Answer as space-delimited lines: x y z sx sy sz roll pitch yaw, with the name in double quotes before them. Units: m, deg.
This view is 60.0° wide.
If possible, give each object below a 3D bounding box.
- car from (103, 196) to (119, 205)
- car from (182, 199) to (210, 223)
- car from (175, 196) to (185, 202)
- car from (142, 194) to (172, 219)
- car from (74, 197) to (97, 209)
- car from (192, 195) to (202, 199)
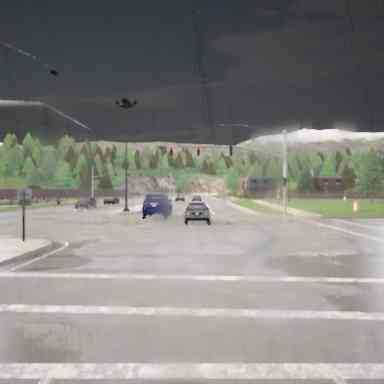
"car" -14.215 1.461 58.643 1.882 1.535 5.008 0 0 1
"car" 0.402 1.540 25.094 2.033 1.411 5.357 0 0 1
"car" -2.490 1.408 70.152 1.895 1.301 4.718 0 0 1
"car" -3.027 1.213 29.607 2.150 2.045 5.566 0 0 1
"car" -14.456 1.492 45.428 1.837 1.490 4.892 0 0 1
"car" 1.009 1.365 70.069 1.994 1.385 4.181 0 0 1
